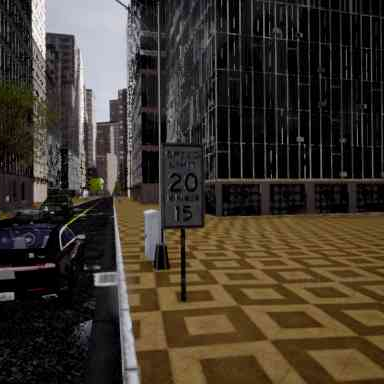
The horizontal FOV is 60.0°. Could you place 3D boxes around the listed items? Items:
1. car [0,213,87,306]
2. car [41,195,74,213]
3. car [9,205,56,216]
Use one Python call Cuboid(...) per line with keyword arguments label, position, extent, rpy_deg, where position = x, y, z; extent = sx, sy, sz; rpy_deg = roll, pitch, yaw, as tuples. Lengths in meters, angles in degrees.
Cuboid(label="car", position=(-3.630, 1.496, 7.794), extent=(2.128, 1.511, 4.902), rpy_deg=(-1, 0, -13))
Cuboid(label="car", position=(-11.488, 1.267, 28.524), extent=(2.150, 2.045, 5.566), rpy_deg=(-1, 0, -13))
Cuboid(label="car", position=(-9.044, 1.636, 18.226), extent=(1.895, 1.301, 4.718), rpy_deg=(-1, 0, -13))
